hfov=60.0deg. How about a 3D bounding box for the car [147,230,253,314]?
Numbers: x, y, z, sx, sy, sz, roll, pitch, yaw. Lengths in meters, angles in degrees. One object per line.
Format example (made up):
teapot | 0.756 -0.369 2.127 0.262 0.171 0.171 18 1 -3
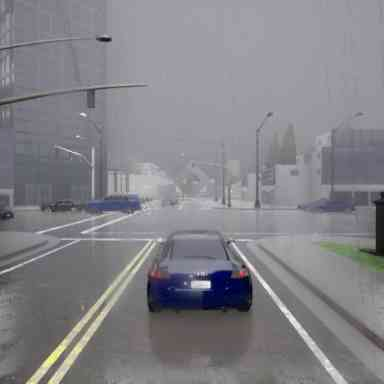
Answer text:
car | 0.093 1.561 7.727 1.994 1.385 4.181 0 0 -2

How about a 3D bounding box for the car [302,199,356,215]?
car | 14.001 1.503 33.557 4.674 1.442 1.812 0 0 -1

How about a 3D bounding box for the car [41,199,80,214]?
car | -14.190 1.577 36.859 4.892 1.490 1.837 -1 0 0

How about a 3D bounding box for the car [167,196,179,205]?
car | -3.500 1.484 61.605 1.837 1.490 4.892 0 0 1

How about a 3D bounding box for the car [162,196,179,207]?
car | -3.553 1.474 51.205 2.128 1.511 4.902 0 0 0

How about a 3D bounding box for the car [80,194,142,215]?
car | -7.832 1.248 33.403 5.566 2.045 2.150 0 0 0

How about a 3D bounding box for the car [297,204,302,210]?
car | 14.587 1.517 37.075 5.357 1.411 2.033 0 0 0

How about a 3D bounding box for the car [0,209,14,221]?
car | -16.378 1.663 26.147 4.181 1.385 1.994 -1 0 0
